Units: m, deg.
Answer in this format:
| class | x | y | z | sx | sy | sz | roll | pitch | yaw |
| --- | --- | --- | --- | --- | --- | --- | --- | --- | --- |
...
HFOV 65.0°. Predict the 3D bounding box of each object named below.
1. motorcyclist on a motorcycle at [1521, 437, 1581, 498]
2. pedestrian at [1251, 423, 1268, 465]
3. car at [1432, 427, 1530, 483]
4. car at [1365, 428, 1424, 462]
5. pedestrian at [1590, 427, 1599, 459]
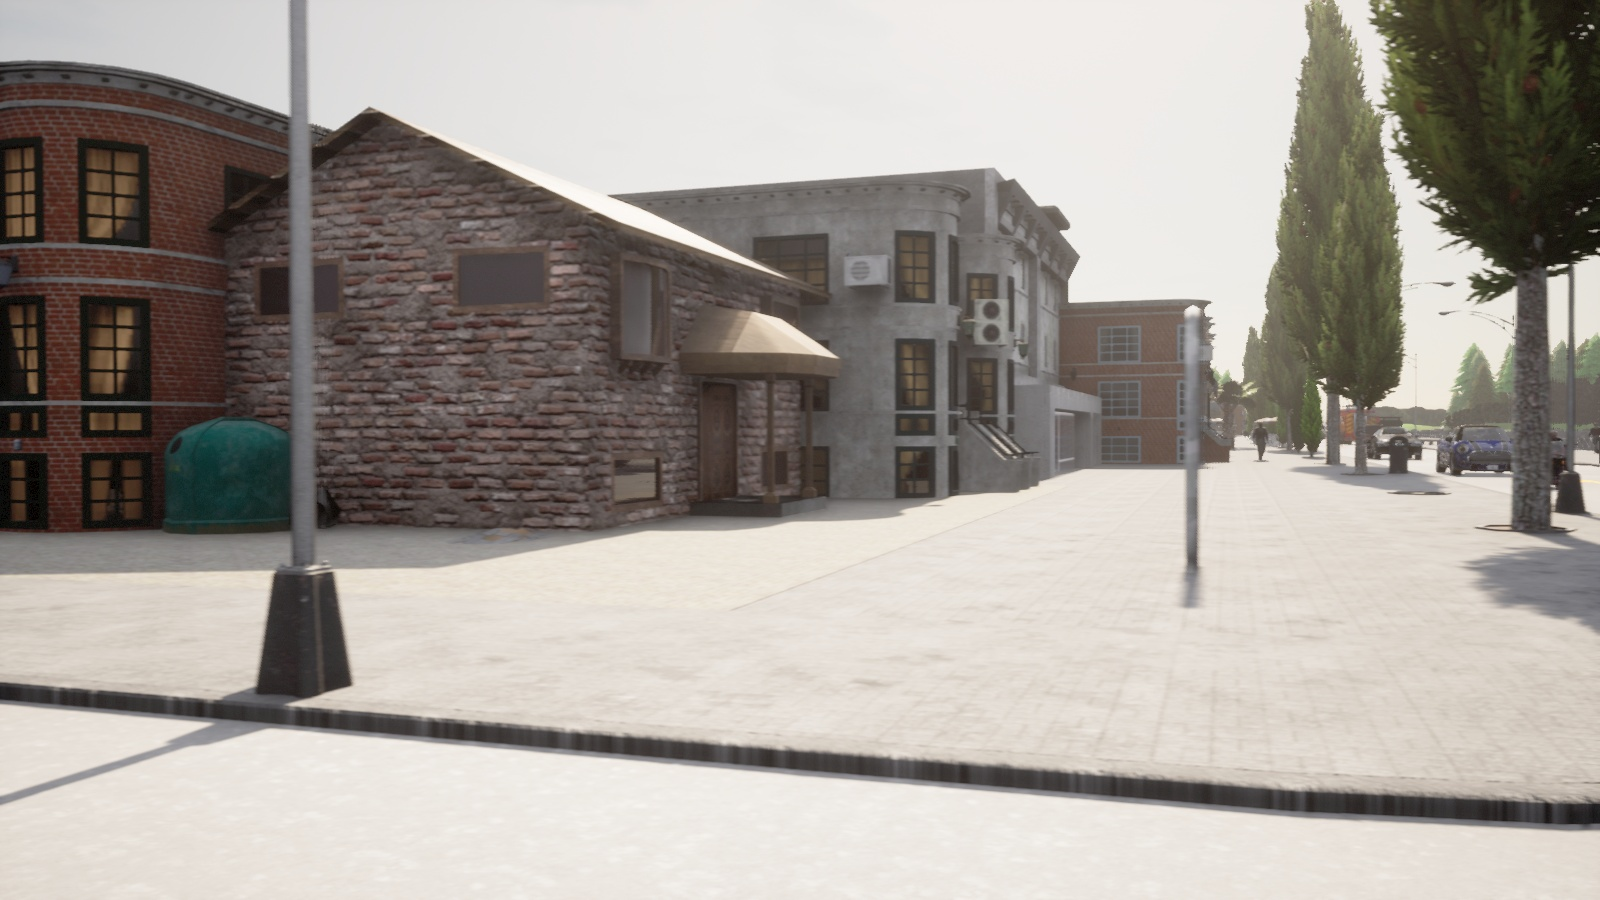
| class | x | y | z | sx | sy | sz | roll | pitch | yaw |
| --- | --- | --- | --- | --- | --- | --- | --- | --- | --- |
| motorcyclist on a motorcycle | 19.487 | 0.427 | 32.637 | 0.866 | 1.530 | 2.191 | 1 | 1 | 19 |
| pedestrian | 20.850 | -0.273 | 56.958 | 0.563 | 1.883 | 0.849 | 0 | 1 | 9 |
| car | 22.658 | 0.116 | 41.959 | 2.097 | 1.767 | 4.553 | 1 | 1 | 19 |
| car | 29.963 | -0.271 | 63.441 | 2.152 | 1.651 | 5.027 | 1 | 1 | 19 |
| pedestrian | 45.259 | -0.401 | 71.444 | 0.376 | 1.854 | 0.720 | 0 | 1 | 17 |
